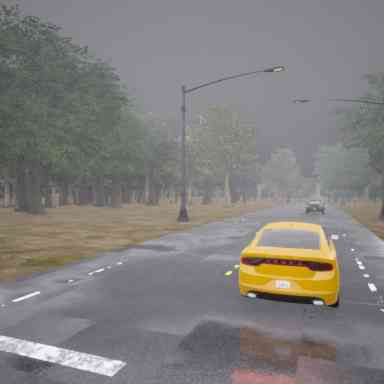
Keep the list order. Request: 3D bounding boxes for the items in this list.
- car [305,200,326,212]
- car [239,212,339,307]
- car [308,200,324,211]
[{"bbox_3d":[13.523,1.622,36.440,1.812,1.442,4.674,0,-1,22],"label":"car"},{"bbox_3d":[2.504,1.472,8.170,1.882,1.535,5.008,0,0,21],"label":"car"},{"bbox_3d":[17.068,1.801,45.709,2.033,1.411,5.357,0,-1,21],"label":"car"}]
